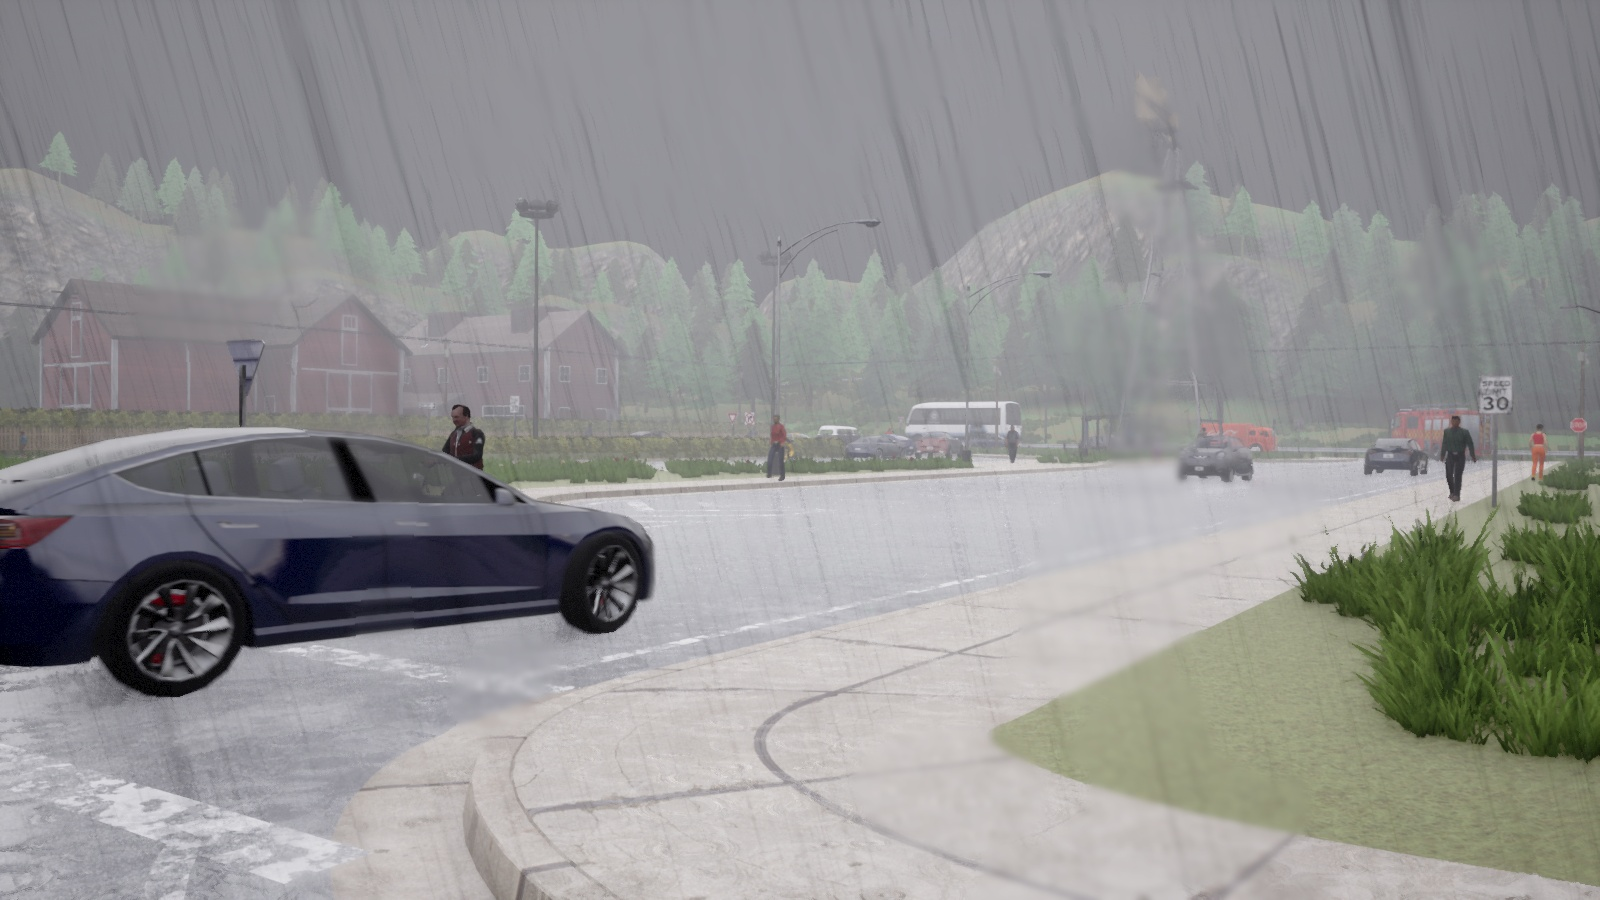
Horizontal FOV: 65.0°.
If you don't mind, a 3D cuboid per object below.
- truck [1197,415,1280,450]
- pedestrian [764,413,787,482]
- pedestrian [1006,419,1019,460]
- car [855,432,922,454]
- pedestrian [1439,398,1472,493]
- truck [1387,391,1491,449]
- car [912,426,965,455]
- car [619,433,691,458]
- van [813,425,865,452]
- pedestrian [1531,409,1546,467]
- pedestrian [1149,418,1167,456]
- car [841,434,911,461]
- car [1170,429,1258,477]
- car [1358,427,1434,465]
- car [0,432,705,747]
[{"bbox_3d":[31.824,-1.287,91.120,5.204,2.467,2.627,0,1,34],"label":"truck"},{"bbox_3d":[-0.659,-0.073,34.140,0.331,1.846,0.636,0,1,32],"label":"pedestrian"},{"bbox_3d":[9.764,-0.481,57.760,0.540,1.848,0.694,0,1,11],"label":"pedestrian"},{"bbox_3d":[5.948,-0.457,84.972,1.812,1.442,4.674,-1,1,-38],"label":"car"},{"bbox_3d":[13.738,-0.097,26.325,0.423,1.949,0.788,0,1,42],"label":"pedestrian"},{"bbox_3d":[43.582,-2.003,85.979,2.891,3.827,8.468,0,1,0],"label":"truck"},{"bbox_3d":[8.389,-0.600,75.767,2.152,1.651,5.027,0,1,18],"label":"car"},{"bbox_3d":[-9.069,-0.317,78.953,2.007,1.525,4.514,0,1,33],"label":"car"},{"bbox_3d":[3.063,-0.900,97.296,2.069,2.038,4.480,0,1,31],"label":"van"},{"bbox_3d":[23.758,-0.382,40.406,0.345,1.836,0.594,0,1,38],"label":"pedestrian"},{"bbox_3d":[18.697,-0.678,65.571,0.659,1.952,0.873,0,1,34],"label":"pedestrian"},{"bbox_3d":[4.130,-0.165,67.597,1.994,1.385,4.181,0,1,33],"label":"car"},{"bbox_3d":[13.468,0.067,40.727,1.845,1.501,3.633,0,1,33],"label":"car"},{"bbox_3d":[24.299,-0.187,51.107,2.163,1.488,4.792,0,1,33],"label":"car"},{"bbox_3d":[-3.123,0.643,8.518,2.163,1.488,4.792,0,1,41],"label":"car"}]
